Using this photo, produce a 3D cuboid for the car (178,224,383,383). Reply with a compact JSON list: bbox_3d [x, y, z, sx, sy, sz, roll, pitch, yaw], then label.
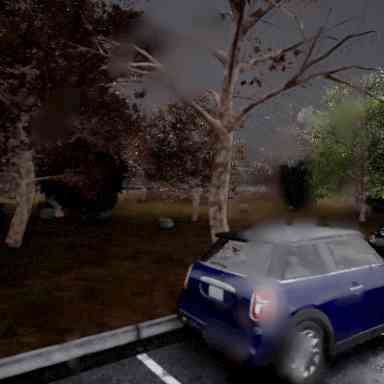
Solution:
[{"bbox_3d":[2.096,1.340,5.550,4.553,1.767,2.185,0,0,-33],"label":"car"}]
